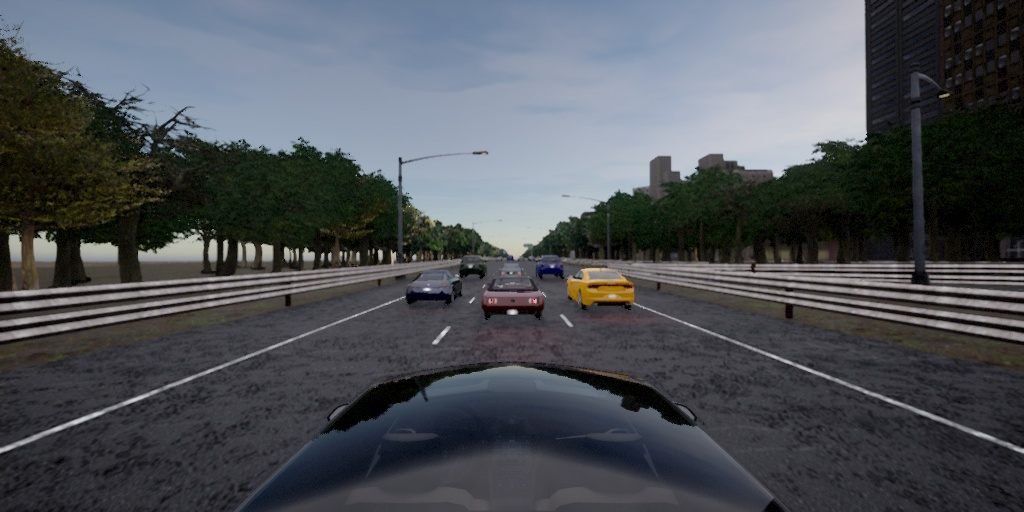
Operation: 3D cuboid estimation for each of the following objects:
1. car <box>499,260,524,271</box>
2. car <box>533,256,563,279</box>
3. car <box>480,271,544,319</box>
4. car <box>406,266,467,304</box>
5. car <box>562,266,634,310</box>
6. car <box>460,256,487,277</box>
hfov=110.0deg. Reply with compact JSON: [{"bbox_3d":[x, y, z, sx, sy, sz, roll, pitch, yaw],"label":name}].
[{"bbox_3d":[-0.057,1.326,28.997,2.033,1.411,5.357,0,0,0],"label":"car"},{"bbox_3d":[3.432,0.989,33.386,2.150,2.045,5.566,0,0,0],"label":"car"},{"bbox_3d":[0.027,1.378,12.861,1.895,1.301,4.718,0,0,0],"label":"car"},{"bbox_3d":[-3.491,1.348,16.727,1.994,1.385,4.181,0,0,0],"label":"car"},{"bbox_3d":[3.515,1.258,15.035,1.882,1.535,5.008,0,0,0],"label":"car"},{"bbox_3d":[-3.568,0.990,33.309,2.150,2.045,5.566,0,0,0],"label":"car"}]
